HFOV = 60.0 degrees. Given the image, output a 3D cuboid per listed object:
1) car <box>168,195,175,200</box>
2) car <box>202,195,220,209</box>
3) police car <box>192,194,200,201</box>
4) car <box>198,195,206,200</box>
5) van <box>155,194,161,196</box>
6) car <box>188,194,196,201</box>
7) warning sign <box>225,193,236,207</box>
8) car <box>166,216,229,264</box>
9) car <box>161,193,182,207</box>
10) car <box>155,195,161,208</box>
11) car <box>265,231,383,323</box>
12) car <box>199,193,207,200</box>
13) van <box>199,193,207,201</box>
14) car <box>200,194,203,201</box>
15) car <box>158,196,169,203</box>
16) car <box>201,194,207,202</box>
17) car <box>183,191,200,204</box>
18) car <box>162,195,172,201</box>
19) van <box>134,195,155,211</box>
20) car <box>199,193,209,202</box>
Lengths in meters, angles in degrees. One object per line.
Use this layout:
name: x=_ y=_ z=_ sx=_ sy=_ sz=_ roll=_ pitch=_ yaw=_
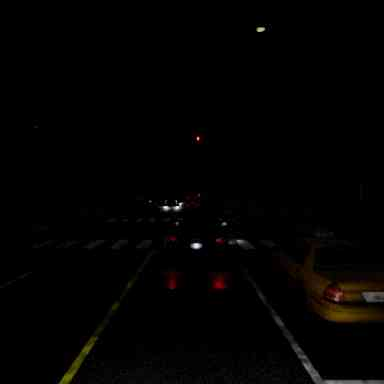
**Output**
car: x=-5.773 y=1.449 z=94.730 sx=1.752 sy=1.417 sz=4.829 roll=0 pitch=0 yaw=0
car: x=2.776 y=1.495 z=45.157 sx=1.887 sy=1.381 sz=4.507 roll=0 pitch=0 yaw=0
police car: x=0.898 y=1.354 z=83.886 sx=1.930 sy=1.638 sz=5.238 roll=0 pitch=0 yaw=0
car: x=2.765 y=1.477 z=89.361 sx=2.008 sy=1.369 sz=4.403 roll=0 pitch=0 yaw=0
van: x=-5.778 y=1.285 z=56.224 sx=1.690 sy=1.788 sz=3.998 roll=0 pitch=0 yaw=0
car: x=-0.001 y=1.249 z=74.038 sx=1.837 sy=1.490 sz=4.892 roll=0 pitch=0 yaw=0
warning sign: x=5.071 y=1.066 z=43.771 sx=1.300 sy=1.860 sz=1.060 roll=0 pitch=0 yaw=0
car: x=0.291 y=1.548 z=11.770 sx=1.994 sy=1.385 sz=4.181 roll=0 pitch=0 yaw=5
car: x=-3.076 y=1.298 z=51.208 sx=2.097 sy=1.767 sz=4.553 roll=0 pitch=0 yaw=0
car: x=-5.779 y=1.495 z=45.175 sx=1.887 sy=1.381 sz=4.507 roll=0 pitch=0 yaw=0
car: x=2.767 y=1.515 z=7.234 sx=1.752 sy=1.417 sz=4.829 roll=0 pitch=0 yaw=0
car: x=2.772 y=1.466 z=61.903 sx=1.752 sy=1.417 sz=4.829 roll=0 pitch=0 yaw=0
van: x=2.766 y=1.270 z=83.835 sx=1.690 sy=1.788 sz=3.998 roll=0 pitch=0 yaw=0
car: x=2.773 y=1.488 z=56.208 sx=1.887 sy=1.381 sz=4.507 roll=0 pitch=0 yaw=0
car: x=-5.776 y=1.520 z=67.275 sx=1.802 sy=1.307 sz=4.206 roll=0 pitch=0 yaw=0
car: x=2.775 y=1.491 z=50.682 sx=1.887 sy=1.381 sz=4.507 roll=0 pitch=0 yaw=0
car: x=0.026 y=1.163 z=62.234 sx=2.150 sy=2.045 sz=5.566 roll=0 pitch=0 yaw=1
car: x=-5.775 y=1.483 z=78.325 sx=2.008 sy=1.369 sz=4.403 roll=0 pitch=0 yaw=0
van: x=-5.780 y=1.295 z=39.650 sx=1.690 sy=1.788 sz=3.998 roll=0 pitch=0 yaw=0
car: x=2.767 y=1.247 z=78.309 sx=2.192 sy=1.841 sz=5.009 roll=0 pitch=0 yaw=0
